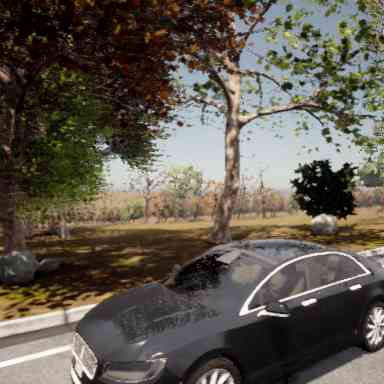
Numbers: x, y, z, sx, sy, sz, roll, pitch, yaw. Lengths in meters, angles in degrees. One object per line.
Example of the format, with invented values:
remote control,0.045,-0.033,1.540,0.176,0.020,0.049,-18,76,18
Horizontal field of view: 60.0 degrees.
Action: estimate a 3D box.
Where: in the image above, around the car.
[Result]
car,0.914,1.483,4.598,4.892,1.490,1.837,0,0,-34
